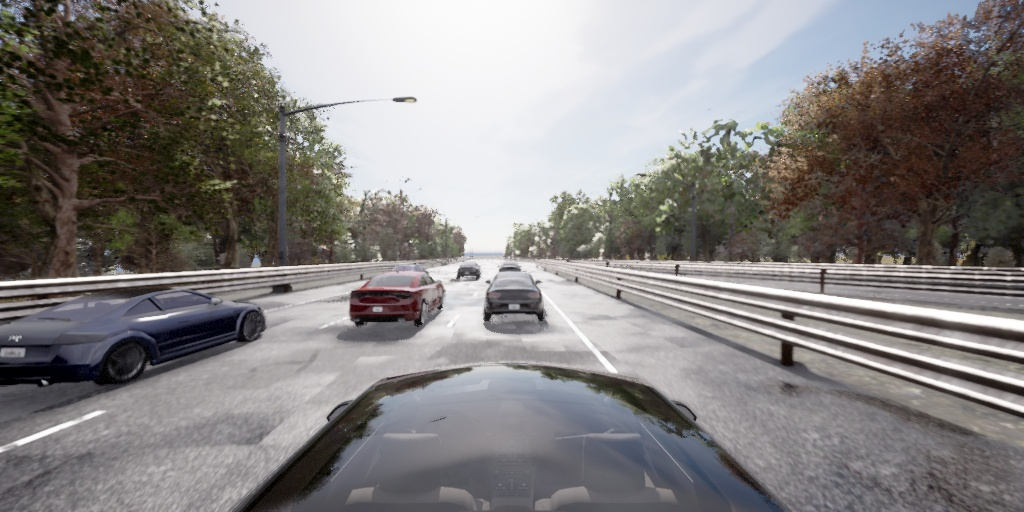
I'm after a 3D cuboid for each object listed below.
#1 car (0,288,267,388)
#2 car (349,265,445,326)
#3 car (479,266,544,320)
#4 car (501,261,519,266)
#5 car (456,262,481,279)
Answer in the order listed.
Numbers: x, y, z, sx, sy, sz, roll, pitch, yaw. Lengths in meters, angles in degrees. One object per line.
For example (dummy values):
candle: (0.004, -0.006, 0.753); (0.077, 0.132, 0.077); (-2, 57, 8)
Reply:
car: (-6.922, 1.304, 6.975); (1.994, 1.385, 4.181); (0, 0, 0)
car: (-3.446, 1.208, 11.635); (1.882, 1.535, 5.008); (0, 0, 0)
car: (0.048, 1.254, 12.339); (1.812, 1.442, 4.674); (0, 0, 0)
car: (-0.198, 1.205, 30.594); (1.837, 1.490, 4.892); (0, 0, -1)
car: (-3.717, 1.226, 31.607); (1.812, 1.442, 4.674); (0, 0, -1)
